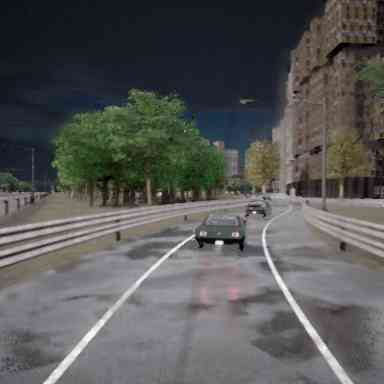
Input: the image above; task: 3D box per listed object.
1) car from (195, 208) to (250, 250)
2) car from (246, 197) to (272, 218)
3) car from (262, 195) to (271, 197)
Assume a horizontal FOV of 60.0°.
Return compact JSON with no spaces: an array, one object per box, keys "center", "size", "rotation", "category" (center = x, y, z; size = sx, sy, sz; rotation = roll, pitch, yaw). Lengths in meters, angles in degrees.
[{"center":[1.430,1.607,14.597],"size":[1.895,1.301,4.718],"rotation":[0,0,11],"category":"car"},{"center":[6.274,1.528,31.111],"size":[1.837,1.490,4.892],"rotation":[0,0,21],"category":"car"},{"center":[19.547,1.504,87.513],"size":[2.128,1.511,4.902],"rotation":[0,0,2],"category":"car"}]
